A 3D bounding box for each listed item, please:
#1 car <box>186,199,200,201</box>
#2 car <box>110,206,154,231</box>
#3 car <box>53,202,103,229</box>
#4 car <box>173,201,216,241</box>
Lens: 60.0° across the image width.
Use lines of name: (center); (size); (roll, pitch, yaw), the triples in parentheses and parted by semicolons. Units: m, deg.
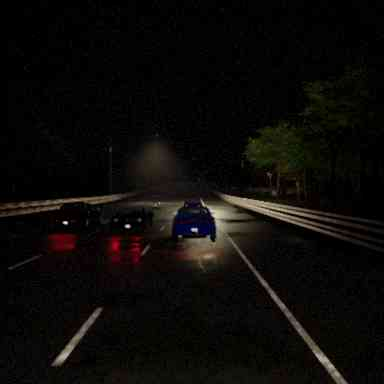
car: (0.105, 1.401, 35.004); (1.895, 1.301, 4.718); (0, 0, 0)
car: (-3.397, 1.505, 19.859); (1.895, 1.301, 4.718); (0, 0, 0)
car: (-6.898, 1.405, 20.545); (1.837, 1.490, 4.892); (0, 0, 0)
car: (0.100, 1.403, 16.248); (1.882, 1.535, 5.008); (0, 0, 0)
